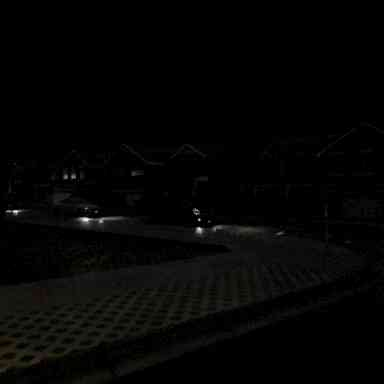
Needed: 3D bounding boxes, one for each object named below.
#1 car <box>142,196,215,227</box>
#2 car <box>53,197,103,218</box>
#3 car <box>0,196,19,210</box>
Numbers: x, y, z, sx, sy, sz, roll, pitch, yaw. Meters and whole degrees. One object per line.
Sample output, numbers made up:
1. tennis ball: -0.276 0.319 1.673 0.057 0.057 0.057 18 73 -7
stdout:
1. car: -0.845 1.084 20.392 4.553 1.767 2.097 1 1 35
2. car: -9.011 1.157 26.002 4.674 1.442 1.812 1 1 35
3. car: -19.058 1.070 32.900 4.181 1.385 1.994 1 1 33
